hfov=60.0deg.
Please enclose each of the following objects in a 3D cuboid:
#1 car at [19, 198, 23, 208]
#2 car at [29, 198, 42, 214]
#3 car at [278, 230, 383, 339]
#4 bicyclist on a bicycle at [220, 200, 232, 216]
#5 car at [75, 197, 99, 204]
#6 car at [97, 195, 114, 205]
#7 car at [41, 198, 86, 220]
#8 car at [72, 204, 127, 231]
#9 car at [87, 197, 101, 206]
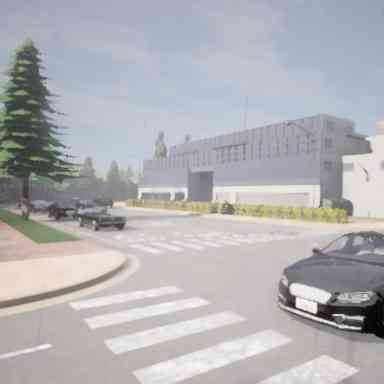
[{"bbox_3d":[-25.057,1.619,50.188,2.128,1.511,4.902,1,-1,-26],"label":"car"},{"bbox_3d":[-17.199,1.640,37.695,1.812,1.442,4.674,1,-1,-34],"label":"car"},{"bbox_3d":[3.810,1.594,6.834,4.902,1.511,2.128,1,0,-37],"label":"car"},{"bbox_3d":[3.555,1.601,34.075,1.656,1.620,0.582,1,0,-35],"label":"bicyclist on a bicycle"},{"bbox_3d":[-15.242,1.807,47.533,1.895,1.301,4.718,1,0,-33],"label":"car"},{"bbox_3d":[-13.918,1.474,52.018,2.150,2.045,5.566,1,0,-30],"label":"car"},{"bbox_3d":[-11.363,1.604,29.271,2.128,1.511,4.902,1,0,-35],"label":"car"},{"bbox_3d":[-5.965,1.712,21.551,1.895,1.301,4.718,1,-1,-35],"label":"car"},{"bbox_3d":[-18.203,1.772,61.814,2.128,1.511,4.902,1,0,-12],"label":"car"}]
